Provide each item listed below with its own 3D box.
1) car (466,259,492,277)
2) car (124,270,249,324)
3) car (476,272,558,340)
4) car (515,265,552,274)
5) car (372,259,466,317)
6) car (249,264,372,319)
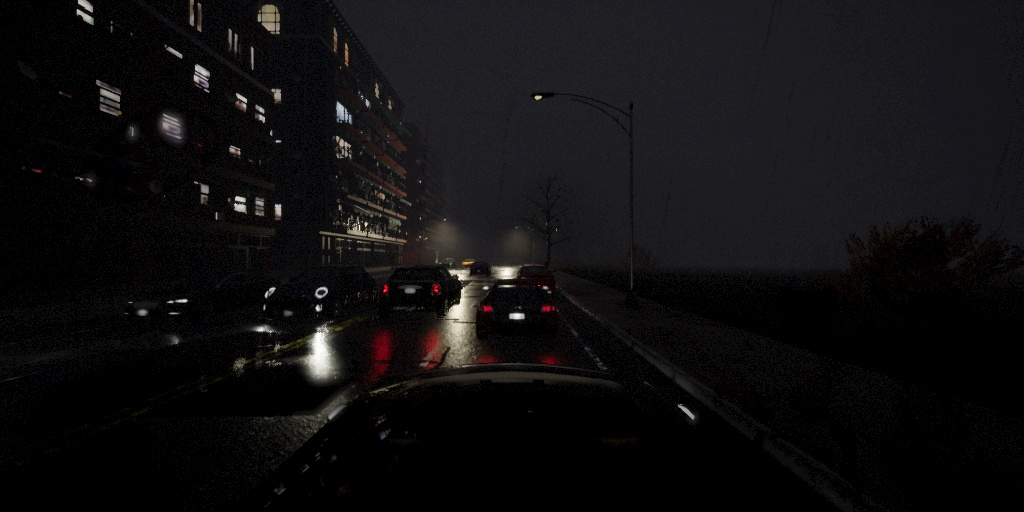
[{"bbox_3d":[-3.126,1.230,36.266,1.882,1.535,5.008,0,0,0],"label":"car"},{"bbox_3d":[-9.844,1.243,12.003,2.128,1.511,4.902,0,0,0],"label":"car"},{"bbox_3d":[0.107,1.315,10.018,1.994,1.385,4.181,0,0,0],"label":"car"},{"bbox_3d":[1.149,1.230,18.938,1.882,1.535,5.008,0,0,0],"label":"car"},{"bbox_3d":[-3.146,1.104,13.234,2.097,1.767,4.553,0,0,0],"label":"car"},{"bbox_3d":[-6.594,1.104,12.811,2.097,1.767,4.553,0,0,0],"label":"car"}]
